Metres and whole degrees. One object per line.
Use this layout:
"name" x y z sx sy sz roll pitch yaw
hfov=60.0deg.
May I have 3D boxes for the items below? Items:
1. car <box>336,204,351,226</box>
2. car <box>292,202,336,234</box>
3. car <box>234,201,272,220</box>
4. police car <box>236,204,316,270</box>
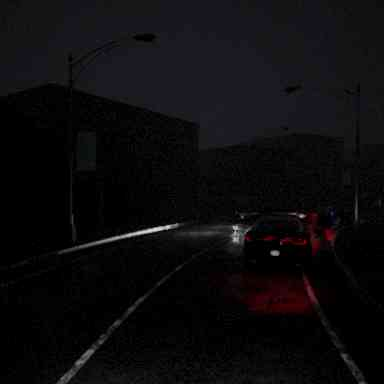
"car" 10.144 1.585 24.283 1.812 1.442 4.674 1 0 39
"car" 6.879 1.379 19.690 2.097 1.767 4.553 1 0 31
"car" 4.874 1.458 24.614 2.128 1.511 4.902 1 0 36
"police car" 3.015 1.428 11.351 1.930 1.638 5.238 1 0 18
